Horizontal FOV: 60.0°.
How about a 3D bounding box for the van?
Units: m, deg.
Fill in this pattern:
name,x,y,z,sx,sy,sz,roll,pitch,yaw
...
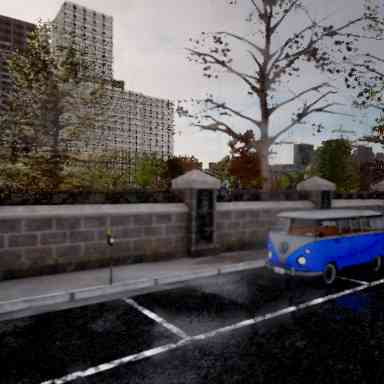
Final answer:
name,x,y,z,sx,sy,sz,roll,pitch,yaw
van,3.841,1.399,9.306,3.998,1.788,1.690,0,0,-36
